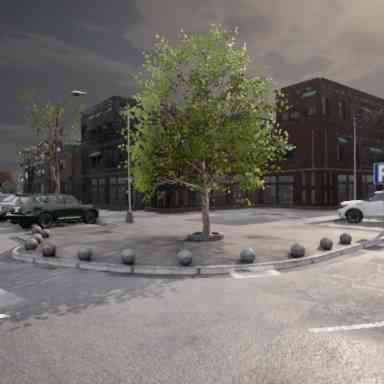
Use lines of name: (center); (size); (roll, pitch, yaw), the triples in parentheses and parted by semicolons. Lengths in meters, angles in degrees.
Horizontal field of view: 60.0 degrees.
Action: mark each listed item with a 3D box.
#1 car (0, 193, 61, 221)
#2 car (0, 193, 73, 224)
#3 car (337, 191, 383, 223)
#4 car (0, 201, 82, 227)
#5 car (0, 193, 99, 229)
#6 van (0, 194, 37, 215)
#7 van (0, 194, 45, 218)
car: (-14.146, 1.140, 27.874); (2.435, 2.045, 5.566); (0, 0, 31)
car: (-12.275, 1.137, 25.581); (2.435, 2.045, 5.566); (0, 0, 31)
car: (12.066, 0.901, 20.609); (5.566, 2.045, 2.435); (-1, 0, 32)
car: (-10.391, 1.416, 23.289); (2.163, 1.488, 4.792); (0, 0, 31)
car: (-8.516, 1.133, 21.054); (2.435, 2.045, 5.566); (0, 0, 31)
van: (-17.825, 1.169, 32.585); (1.878, 1.987, 4.442); (0, 0, 31)
van: (-15.954, 1.167, 30.294); (1.878, 1.987, 4.442); (0, 0, 31)
